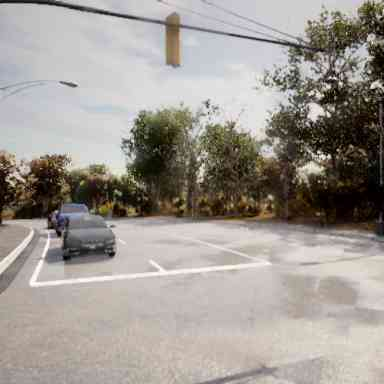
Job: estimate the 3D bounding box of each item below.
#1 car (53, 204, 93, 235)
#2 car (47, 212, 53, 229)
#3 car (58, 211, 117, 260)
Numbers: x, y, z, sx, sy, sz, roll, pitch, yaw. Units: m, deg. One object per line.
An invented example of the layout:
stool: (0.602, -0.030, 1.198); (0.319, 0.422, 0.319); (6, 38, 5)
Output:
car: (-8.125, 1.844, 22.786); (2.150, 2.045, 5.566); (0, -3, -24)
car: (-12.578, 2.577, 31.900); (2.097, 1.767, 4.553); (0, -3, -29)
car: (-4.335, 1.715, 13.613); (1.837, 1.490, 4.892); (0, -2, -23)
